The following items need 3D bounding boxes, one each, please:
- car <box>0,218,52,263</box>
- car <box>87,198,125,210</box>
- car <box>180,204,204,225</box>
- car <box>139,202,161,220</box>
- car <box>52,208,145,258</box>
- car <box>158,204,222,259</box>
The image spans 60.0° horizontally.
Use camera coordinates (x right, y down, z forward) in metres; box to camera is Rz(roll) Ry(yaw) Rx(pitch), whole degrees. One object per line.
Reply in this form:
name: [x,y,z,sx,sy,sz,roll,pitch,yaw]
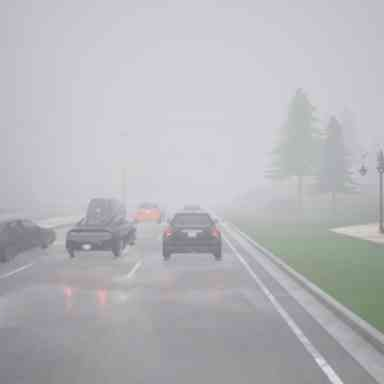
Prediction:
car: [-6.992,1.687,12.490,2.033,1.411,5.357,0,-1,0]
car: [-6.995,1.529,27.539,2.150,2.045,5.566,0,0,0]
car: [0.017,1.822,28.498,1.837,1.490,4.892,0,0,0]
car: [-3.482,1.665,28.403,2.097,1.767,4.553,0,-1,1]
car: [-3.480,1.643,13.487,2.128,1.511,4.902,0,0,0]
car: [0.021,1.500,13.404,2.097,1.767,4.553,0,-1,1]
